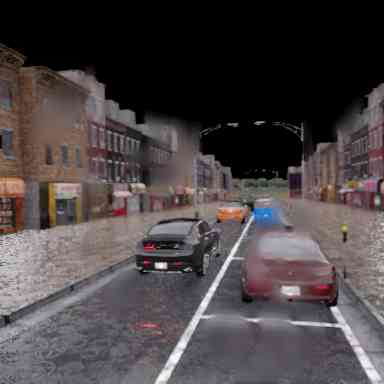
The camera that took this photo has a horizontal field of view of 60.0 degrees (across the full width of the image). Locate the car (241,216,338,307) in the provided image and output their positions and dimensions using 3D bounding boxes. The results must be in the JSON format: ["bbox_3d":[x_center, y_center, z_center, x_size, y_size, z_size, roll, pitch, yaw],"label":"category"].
[{"bbox_3d":[2.186,1.532,7.950,1.812,1.442,4.674,-1,0,13],"label":"car"}]

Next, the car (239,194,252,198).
[{"bbox_3d":[7.223,1.345,44.522,2.150,2.045,5.566,-1,0,13],"label":"car"}]

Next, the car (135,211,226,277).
[{"bbox_3d":[-0.237,1.568,10.524,1.837,1.490,4.892,-1,-1,13],"label":"car"}]

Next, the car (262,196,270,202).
[{"bbox_3d":[18.662,1.714,83.932,1.947,1.339,4.313,-2,-1,13],"label":"car"}]

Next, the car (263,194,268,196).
[{"bbox_3d":[7.850,1.375,35.329,2.192,1.841,5.009,-2,-1,13],"label":"car"}]

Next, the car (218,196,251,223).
[{"bbox_3d":[3.266,1.443,26.297,2.097,1.767,4.553,-1,0,13],"label":"car"}]

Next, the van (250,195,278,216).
[{"bbox_3d":[5.450,1.383,24.527,1.690,1.788,3.998,-2,-1,13],"label":"van"}]
